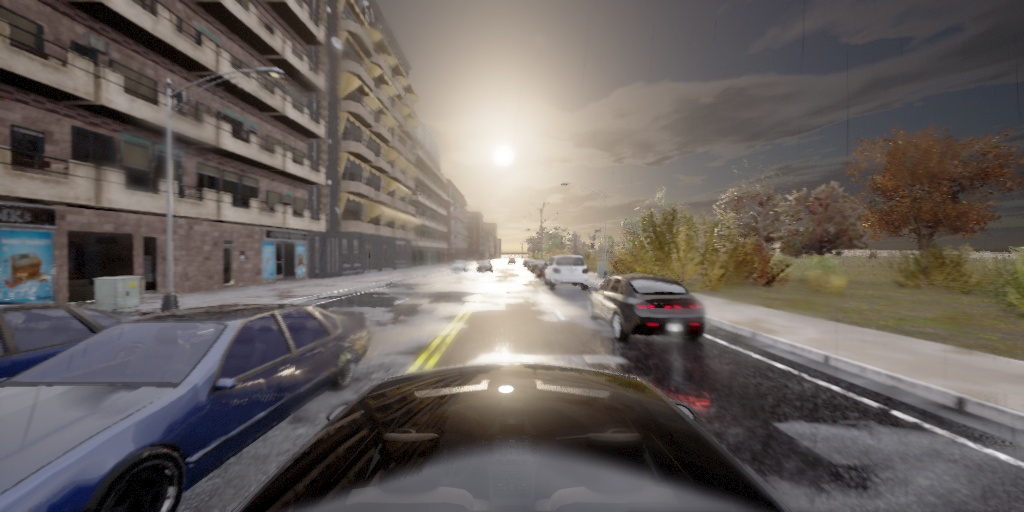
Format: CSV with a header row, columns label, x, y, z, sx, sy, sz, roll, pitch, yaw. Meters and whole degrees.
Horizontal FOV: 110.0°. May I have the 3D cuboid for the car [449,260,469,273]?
label,x,y,z,sx,sy,sz,roll,pitch,yaw
car,-6.566,1.290,45.165,1.812,1.442,4.674,0,0,0

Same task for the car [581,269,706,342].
label,x,y,z,sx,sy,sz,roll,pitch,yaw
car,3.352,1.254,9.800,1.837,1.490,4.892,0,0,0

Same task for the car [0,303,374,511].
label,x,y,z,sx,sy,sz,roll,pitch,yaw
car,-3.348,1.297,4.029,2.033,1.411,5.357,0,0,0

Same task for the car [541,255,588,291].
label,x,y,z,sx,sy,sz,roll,pitch,yaw
car,3.251,0.975,22.231,2.150,2.045,5.566,0,0,0

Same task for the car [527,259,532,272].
label,x,y,z,sx,sy,sz,roll,pitch,yaw
car,3.252,1.242,44.201,1.882,1.535,5.008,0,0,0

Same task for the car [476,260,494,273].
label,x,y,z,sx,sy,sz,roll,pitch,yaw
car,-3.316,1.290,45.165,1.812,1.442,4.674,0,0,0

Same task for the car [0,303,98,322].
label,x,y,z,sx,sy,sz,roll,pitch,yaw
car,-6.599,1.297,4.030,2.033,1.411,5.357,0,0,0

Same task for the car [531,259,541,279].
label,x,y,z,sx,sy,sz,roll,pitch,yaw
car,3.252,1.262,33.231,2.163,1.488,4.792,0,0,0

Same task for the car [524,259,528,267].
label,x,y,z,sx,sy,sz,roll,pitch,yaw
car,3.252,1.371,55.232,1.895,1.301,4.718,0,0,0
